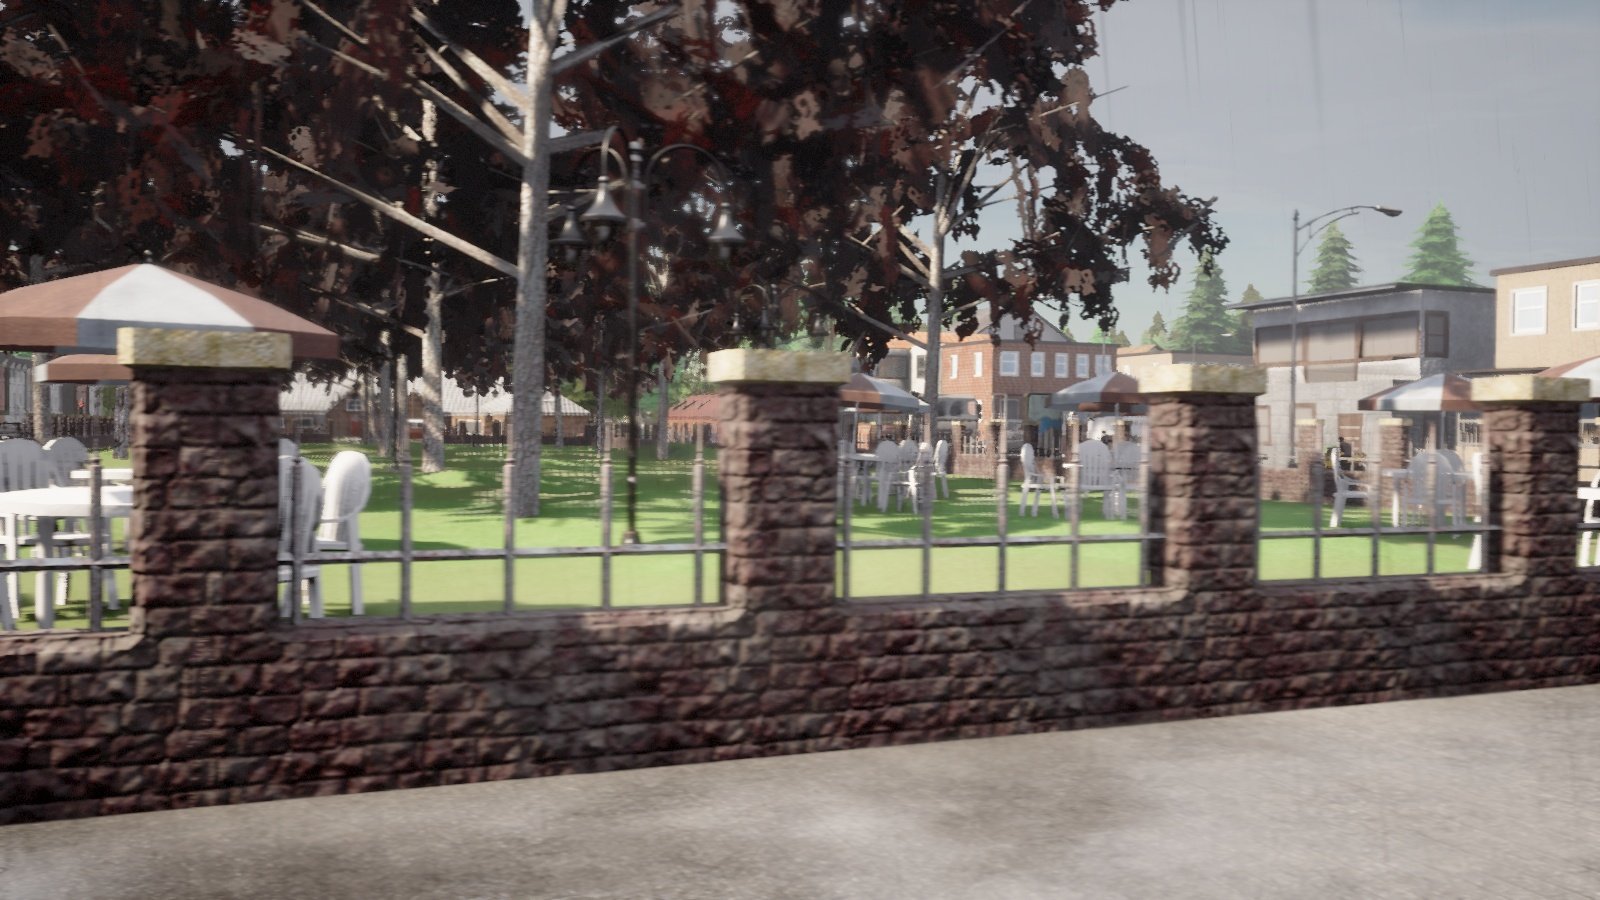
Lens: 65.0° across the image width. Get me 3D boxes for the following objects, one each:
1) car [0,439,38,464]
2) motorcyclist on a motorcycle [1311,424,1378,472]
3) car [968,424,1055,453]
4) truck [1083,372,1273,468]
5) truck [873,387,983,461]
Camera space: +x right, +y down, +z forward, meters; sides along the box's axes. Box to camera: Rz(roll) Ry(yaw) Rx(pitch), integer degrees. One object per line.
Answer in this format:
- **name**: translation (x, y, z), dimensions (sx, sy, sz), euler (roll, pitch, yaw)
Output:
- **car**: translation (-49.355, 0.062, 78.868), dimensions (1.816, 1.474, 4.193), euler (-1, 1, -20)
- **motorcyclist on a motorcycle**: translation (17.749, -0.078, 40.952), dimensions (0.797, 1.523, 2.044), euler (-1, 1, -21)
- **car**: translation (12.542, -0.705, 74.457), dimensions (4.611, 1.667, 2.242), euler (-1, 1, -21)
- **truck**: translation (14.584, -1.143, 49.256), dimensions (2.891, 3.462, 7.936), euler (-1, 1, -20)
- **truck**: translation (6.330, -1.284, 63.380), dimensions (2.891, 3.462, 7.936), euler (-1, 1, -15)
